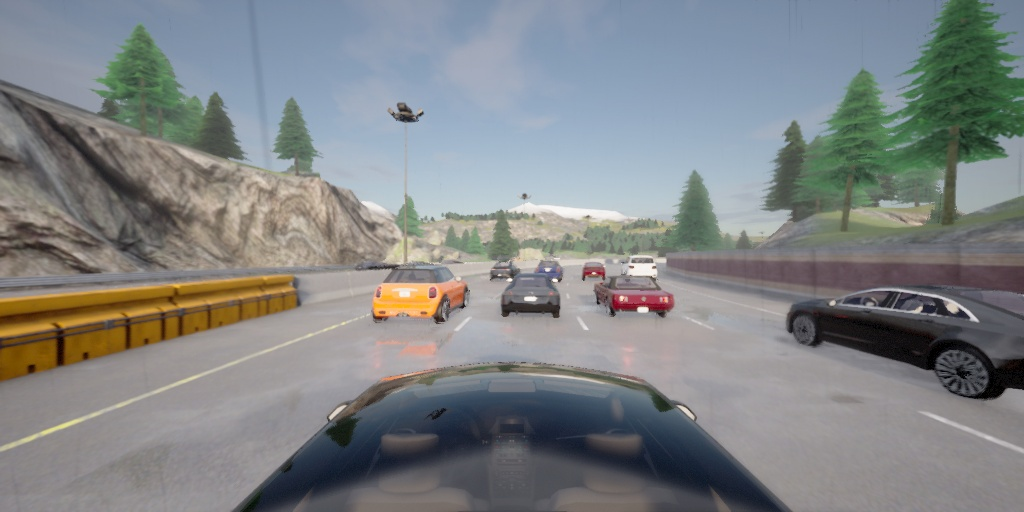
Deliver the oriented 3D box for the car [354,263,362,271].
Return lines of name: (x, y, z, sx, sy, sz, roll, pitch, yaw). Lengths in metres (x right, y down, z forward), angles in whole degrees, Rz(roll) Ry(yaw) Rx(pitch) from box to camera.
car: (-18.132, 1.259, 45.932, 1.994, 1.385, 4.181, 0, 0, 16)

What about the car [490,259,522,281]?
car: (-0.450, 1.231, 29.327, 2.128, 1.511, 4.902, 0, 0, 11)

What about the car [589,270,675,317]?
car: (4.213, 1.357, 13.196, 1.895, 1.301, 4.718, 0, 0, 5)

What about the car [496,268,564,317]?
car: (0.740, 1.312, 13.207, 1.994, 1.385, 4.181, 0, 0, 5)

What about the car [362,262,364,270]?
car: (-15.356, 1.303, 42.996, 1.895, 1.301, 4.718, 0, 0, 16)

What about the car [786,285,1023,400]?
car: (7.289, 1.256, 6.420, 2.128, 1.511, 4.902, 0, 0, 2)

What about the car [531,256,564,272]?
car: (3.112, 1.100, 29.176, 2.097, 1.767, 4.553, 0, 0, 11)

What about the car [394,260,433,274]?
car: (-11.729, 1.258, 43.037, 2.033, 1.411, 5.357, 0, 0, 16)

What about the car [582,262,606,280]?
car: (7.115, 1.234, 31.169, 1.882, 1.535, 5.008, 0, 0, 13)

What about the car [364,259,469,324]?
car: (-2.850, 1.092, 12.190, 2.097, 1.767, 4.553, 0, 0, 4)

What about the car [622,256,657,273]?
car: (10.126, 0.985, 28.752, 2.150, 2.045, 5.566, 0, 0, 12)
